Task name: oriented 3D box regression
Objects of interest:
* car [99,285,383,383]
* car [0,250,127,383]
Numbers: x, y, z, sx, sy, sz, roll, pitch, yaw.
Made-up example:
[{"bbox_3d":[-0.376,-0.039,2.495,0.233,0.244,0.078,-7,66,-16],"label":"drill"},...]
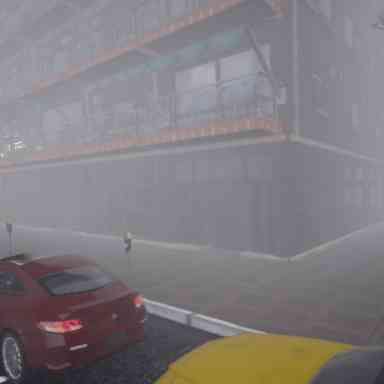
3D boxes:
[{"bbox_3d":[1.719,1.484,1.771,4.829,1.417,1.752,-1,0,40],"label":"car"},{"bbox_3d":[-2.488,1.601,5.252,4.206,1.307,1.802,-1,0,40],"label":"car"}]
